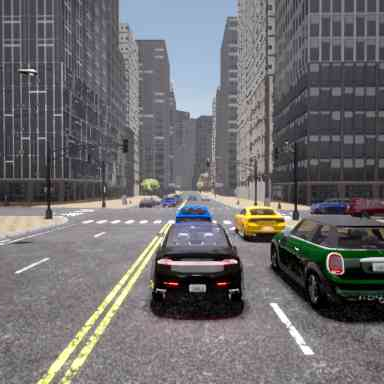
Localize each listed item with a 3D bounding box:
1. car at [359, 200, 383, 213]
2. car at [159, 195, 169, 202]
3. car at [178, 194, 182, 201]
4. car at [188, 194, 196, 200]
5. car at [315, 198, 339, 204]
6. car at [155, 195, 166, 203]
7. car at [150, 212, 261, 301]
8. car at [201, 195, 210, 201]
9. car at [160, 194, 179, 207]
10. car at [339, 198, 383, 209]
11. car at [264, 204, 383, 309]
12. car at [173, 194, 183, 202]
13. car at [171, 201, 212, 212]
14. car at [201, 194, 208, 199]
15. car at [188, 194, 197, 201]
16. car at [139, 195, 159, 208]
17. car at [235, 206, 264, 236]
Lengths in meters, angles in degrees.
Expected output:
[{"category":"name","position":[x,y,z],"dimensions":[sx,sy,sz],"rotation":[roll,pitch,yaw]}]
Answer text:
[{"category":"car","position":[21.845,1.641,37.677],"dimensions":[4.829,1.417,1.752],"rotation":[1,0,1]},{"category":"car","position":[-6.426,1.479,77.969],"dimensions":[1.994,1.385,4.181],"rotation":[0,0,0]},{"category":"car","position":[-3.269,1.517,58.255],"dimensions":[1.994,1.385,4.181],"rotation":[0,0,1]},{"category":"car","position":[0.088,1.263,90.620],"dimensions":[2.128,1.511,4.902],"rotation":[0,0,0]},{"category":"car","position":[14.917,1.449,35.200],"dimensions":[4.553,1.767,2.097],"rotation":[1,1,1]},{"category":"car","position":[-6.443,1.445,67.990],"dimensions":[1.837,1.490,4.892],"rotation":[0,0,0]},{"category":"car","position":[0.105,1.487,8.310],"dimensions":[2.128,1.511,4.902],"rotation":[0,0,0]},{"category":"car","position":[3.329,1.510,80.644],"dimensions":[1.895,1.301,4.718],"rotation":[0,0,0]},{"category":"car","position":[-3.292,1.489,49.511],"dimensions":[1.812,1.442,4.674],"rotation":[0,0,0]},{"category":"car","position":[16.229,1.518,29.396],"dimensions":[5.009,1.841,2.192],"rotation":[1,0,1]},{"category":"car","position":[3.357,1.348,8.022],"dimensions":[2.097,1.767,4.553],"rotation":[0,0,0]},{"category":"car","position":[-3.176,1.283,77.134],"dimensions":[2.097,1.767,4.553],"rotation":[0,0,0]},{"category":"car","position":[0.120,1.467,17.815],"dimensions":[1.882,1.535,5.008],"rotation":[0,0,1]},{"category":"car","position":[3.338,1.333,90.646],"dimensions":[1.895,1.301,4.718],"rotation":[0,0,0]},{"category":"car","position":[0.078,1.270,80.587],"dimensions":[2.097,1.767,4.553],"rotation":[0,0,0]},{"category":"car","position":[-6.538,1.511,49.082],"dimensions":[2.033,1.411,5.357],"rotation":[0,0,0]},{"category":"car","position":[3.365,1.468,17.201],"dimensions":[1.882,1.535,5.008],"rotation":[0,0,0]}]
